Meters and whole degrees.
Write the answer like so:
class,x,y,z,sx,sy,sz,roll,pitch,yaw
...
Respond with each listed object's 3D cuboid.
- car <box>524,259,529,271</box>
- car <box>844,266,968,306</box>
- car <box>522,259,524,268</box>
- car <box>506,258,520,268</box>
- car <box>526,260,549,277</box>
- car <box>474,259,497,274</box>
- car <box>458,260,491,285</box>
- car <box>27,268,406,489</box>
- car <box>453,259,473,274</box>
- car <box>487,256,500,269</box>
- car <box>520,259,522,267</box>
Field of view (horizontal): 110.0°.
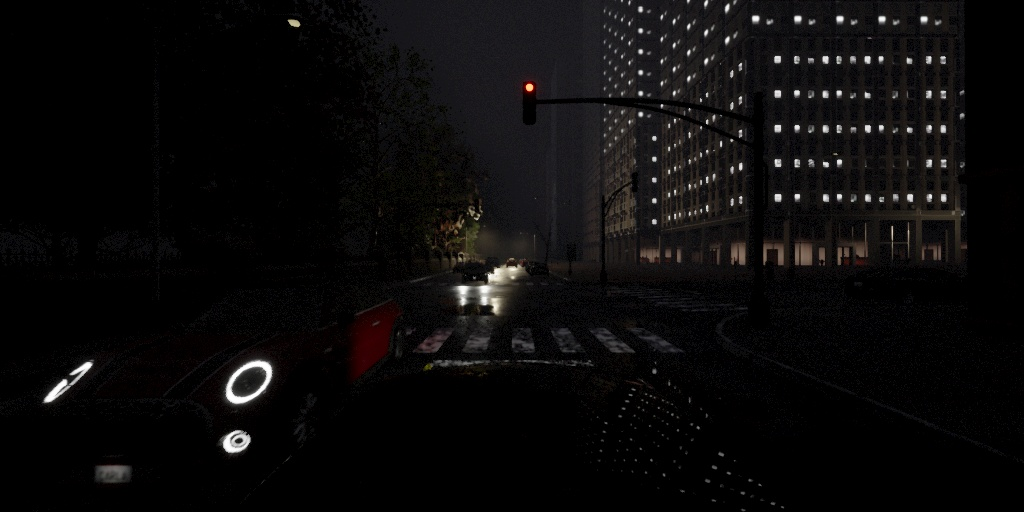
class,x,y,z,sx,sy,sz,roll,pitch,yaw
car,2.676,1.333,41.264,1.948,1.339,4.313,0,0,0
car,14.681,1.026,13.052,4.313,1.339,1.948,0,0,0
car,2.674,1.338,46.896,1.948,1.339,4.313,0,0,0
car,-0.021,1.266,62.083,1.882,1.535,5.008,0,0,0
car,2.677,1.329,35.631,1.948,1.339,4.313,0,0,0
car,-3.113,1.330,42.083,1.994,1.385,4.181,0,0,0
car,-2.780,1.265,26.622,1.837,1.490,4.892,0,0,-6
car,-3.102,1.102,5.030,2.097,1.767,4.553,0,0,0
car,-5.705,1.349,41.261,1.802,1.307,4.207,0,0,0
car,-3.086,1.003,57.791,2.150,2.045,5.566,0,0,3
car,2.669,1.336,63.794,1.888,1.381,4.507,0,0,0
